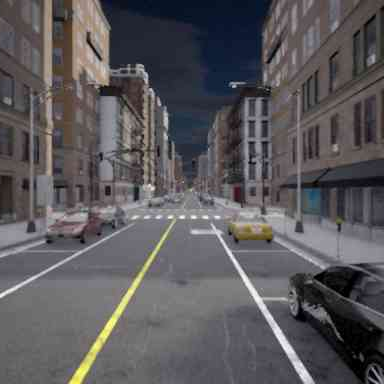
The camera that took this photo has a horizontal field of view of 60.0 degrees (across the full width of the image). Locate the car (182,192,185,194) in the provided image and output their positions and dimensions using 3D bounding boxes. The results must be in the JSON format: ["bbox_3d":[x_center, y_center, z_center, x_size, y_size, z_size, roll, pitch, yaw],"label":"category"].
[{"bbox_3d":[-2.741,1.438,93.589,2.128,1.511,4.902,0,0,0],"label":"car"}]

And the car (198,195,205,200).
[{"bbox_3d":[2.659,1.442,91.731,1.752,1.417,4.829,0,0,0],"label":"car"}]

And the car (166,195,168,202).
[{"bbox_3d":[-5.389,1.477,53.548,1.752,1.417,4.829,0,0,0],"label":"car"}]

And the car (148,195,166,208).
[{"bbox_3d":[-5.384,1.508,48.312,2.008,1.369,4.403,0,0,0],"label":"car"}]

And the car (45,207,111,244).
[{"bbox_3d":[-5.386,1.570,15.754,1.802,1.307,4.206,0,0,0],"label":"car"}]

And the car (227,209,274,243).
[{"bbox_3d":[2.640,1.513,15.925,1.752,1.417,4.829,0,0,0],"label":"car"}]

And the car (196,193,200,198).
[{"bbox_3d":[2.653,1.247,75.343,2.192,1.841,5.009,0,0,0],"label":"car"}]

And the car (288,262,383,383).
[{"bbox_3d":[2.638,1.563,4.393,1.947,1.339,4.313,0,0,0],"label":"car"}]

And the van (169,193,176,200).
[{"bbox_3d":[-5.420,1.258,91.561,1.690,1.788,3.998,0,0,0],"label":"van"}]

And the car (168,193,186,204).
[{"bbox_3d":[-2.745,1.465,60.206,2.128,1.511,4.902,0,1,0],"label":"car"}]

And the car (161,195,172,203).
[{"bbox_3d":[-5.402,1.377,69.937,1.967,1.590,4.097,0,0,0],"label":"car"}]

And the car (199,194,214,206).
[{"bbox_3d":[2.645,1.503,53.718,2.008,1.369,4.403,0,0,0],"label":"car"}]

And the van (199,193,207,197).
[{"bbox_3d":[2.647,1.288,59.124,1.690,1.788,3.998,0,0,0],"label":"van"}]

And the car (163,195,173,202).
[{"bbox_3d":[-5.407,1.457,75.173,1.752,1.417,4.829,0,0,0],"label":"car"}]

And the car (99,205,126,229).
[{"bbox_3d":[-5.385,1.534,21.436,2.008,1.369,4.403,0,0,0],"label":"car"}]
